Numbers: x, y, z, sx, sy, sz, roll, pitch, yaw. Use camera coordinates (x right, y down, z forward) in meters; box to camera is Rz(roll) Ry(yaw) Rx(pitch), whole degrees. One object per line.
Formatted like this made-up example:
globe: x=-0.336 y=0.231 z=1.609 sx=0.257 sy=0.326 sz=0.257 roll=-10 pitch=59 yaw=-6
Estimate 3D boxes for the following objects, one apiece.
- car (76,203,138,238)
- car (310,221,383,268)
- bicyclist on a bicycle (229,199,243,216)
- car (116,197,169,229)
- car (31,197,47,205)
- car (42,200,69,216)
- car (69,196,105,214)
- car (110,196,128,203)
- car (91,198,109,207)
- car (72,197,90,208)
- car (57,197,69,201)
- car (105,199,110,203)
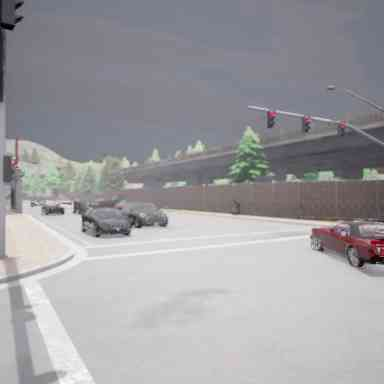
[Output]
car: x=-4.893 y=1.599 z=18.662 sx=1.837 sy=1.490 sz=4.892 roll=0 pitch=0 yaw=-30
car: x=5.738 y=1.644 z=11.374 sx=1.895 sy=1.301 sz=4.718 roll=0 pitch=0 yaw=-1
bicyclist on a bicycle: x=4.208 y=1.455 z=31.788 sx=1.656 sy=1.620 sz=0.582 roll=0 pitch=0 yaw=-30
car: x=-3.364 y=1.473 z=22.980 sx=2.097 sy=1.767 sz=4.553 roll=0 pitch=0 yaw=-30
car: x=-22.963 y=1.375 z=49.761 sx=2.097 sy=1.767 sz=4.553 roll=0 pitch=0 yaw=-30
car: x=-15.024 y=1.848 z=35.997 sx=1.895 sy=1.301 sz=4.718 roll=0 pitch=0 yaw=-30
car: x=-11.934 y=1.469 z=37.645 sx=2.150 sy=2.045 sz=5.566 roll=0 pitch=0 yaw=-30
car: x=-7.112 y=1.577 z=36.719 sx=2.097 sy=1.767 sz=4.553 roll=0 pitch=0 yaw=-30
car: x=-16.409 y=1.886 z=59.353 sx=1.882 sy=1.535 sz=5.008 roll=0 pitch=0 yaw=-30
car: x=-19.066 y=1.755 z=57.142 sx=2.097 sy=1.767 sz=4.553 roll=0 pitch=0 yaw=-30
car: x=-19.926 y=1.499 z=51.501 sx=1.882 sy=1.535 sz=5.008 roll=0 pitch=0 yaw=-30
car: x=-11.052 y=1.551 z=50.274 sx=2.150 sy=2.045 sz=5.566 roll=0 pitch=0 yaw=-30
